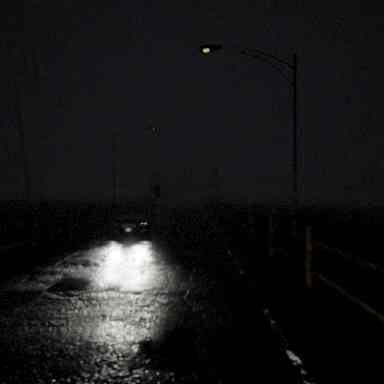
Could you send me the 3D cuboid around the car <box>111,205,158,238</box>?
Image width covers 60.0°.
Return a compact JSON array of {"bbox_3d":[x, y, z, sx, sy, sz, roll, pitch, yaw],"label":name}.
[{"bbox_3d":[-2.850,1.427,17.355,2.128,1.511,4.902,0,0,0],"label":"car"}]
